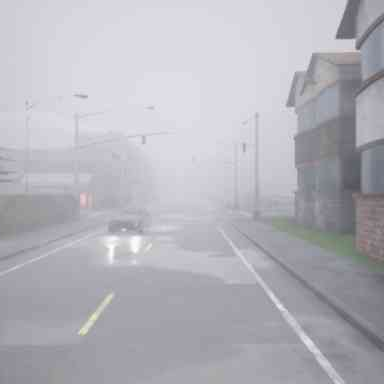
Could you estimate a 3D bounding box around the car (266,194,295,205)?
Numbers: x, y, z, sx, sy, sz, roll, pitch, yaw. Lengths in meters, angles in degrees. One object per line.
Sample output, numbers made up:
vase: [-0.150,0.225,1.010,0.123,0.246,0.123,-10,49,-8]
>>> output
car: [14.390,1.301,53.345,3.806,1.475,1.970,0,0,0]

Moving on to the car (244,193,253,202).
car: [14.028,1.168,72.557,3.866,1.878,1.905,0,0,0]

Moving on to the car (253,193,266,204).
car: [14.054,1.230,59.762,5.027,1.636,2.152,0,0,0]

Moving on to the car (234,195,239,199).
car: [13.710,1.489,94.045,3.633,1.501,1.845,0,0,0]

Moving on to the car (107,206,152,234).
car: [-3.538,1.572,19.900,2.033,1.411,5.357,0,0,0]

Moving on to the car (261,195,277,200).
car: [21.137,1.493,91.080,3.806,1.475,1.970,0,0,0]

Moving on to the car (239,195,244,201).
car: [13.610,1.192,75.461,4.605,1.855,1.932,0,0,0]
